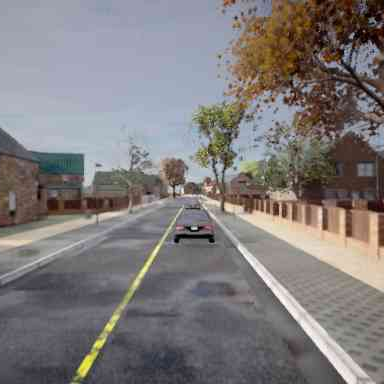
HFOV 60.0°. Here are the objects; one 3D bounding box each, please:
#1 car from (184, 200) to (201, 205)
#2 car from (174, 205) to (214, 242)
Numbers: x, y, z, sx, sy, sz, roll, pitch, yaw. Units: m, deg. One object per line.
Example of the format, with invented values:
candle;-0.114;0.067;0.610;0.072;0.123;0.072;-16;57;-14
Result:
car;0.096;1.584;38.060;2.033;1.411;5.357;0;0;0
car;0.098;1.562;16.349;2.033;1.411;5.357;0;0;0
